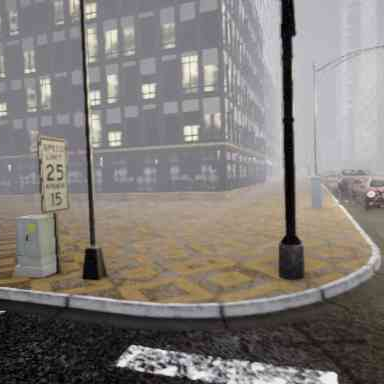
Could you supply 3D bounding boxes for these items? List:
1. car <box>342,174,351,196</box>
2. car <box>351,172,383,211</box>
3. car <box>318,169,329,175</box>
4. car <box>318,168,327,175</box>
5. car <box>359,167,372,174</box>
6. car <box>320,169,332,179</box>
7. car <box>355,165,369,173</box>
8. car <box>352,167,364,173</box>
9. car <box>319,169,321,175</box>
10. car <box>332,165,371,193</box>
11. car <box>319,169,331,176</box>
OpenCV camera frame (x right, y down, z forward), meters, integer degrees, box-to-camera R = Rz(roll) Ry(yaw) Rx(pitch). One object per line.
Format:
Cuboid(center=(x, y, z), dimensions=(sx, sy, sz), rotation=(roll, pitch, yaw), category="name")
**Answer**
Cuboid(center=(11.064, -0.294, 21.502), dimensions=(1.802, 1.307, 4.206), rotation=(0, 4, 19), category="car")
Cuboid(center=(9.241, -0.019, 16.238), dimensions=(1.967, 1.590, 4.097), rotation=(0, 4, 19), category="car")
Cuboid(center=(29.270, -4.473, 74.031), dimensions=(1.947, 1.339, 4.313), rotation=(0, 4, 19), category="car")
Cuboid(center=(31.090, -4.910, 79.283), dimensions=(1.887, 1.381, 4.507), rotation=(0, 4, 19), category="car")
Cuboid(center=(37.210, -4.626, 71.353), dimensions=(1.887, 1.381, 4.507), rotation=(0, 4, 19), category="car")
Cuboid(center=(21.987, -2.830, 53.017), dimensions=(1.887, 1.381, 4.507), rotation=(0, 4, 19), category="car")
Cuboid(center=(39.027, -5.271, 76.592), dimensions=(2.192, 1.841, 5.009), rotation=(0, 4, 19), category="car")
Cuboid(center=(40.854, -5.437, 81.865), dimensions=(1.947, 1.339, 4.313), rotation=(0, 4, 19), category="car")
Cuboid(center=(23.808, -3.240, 58.271), dimensions=(2.008, 1.369, 4.403), rotation=(0, 4, 19), category="car")
Cuboid(center=(12.880, -0.977, 26.736), dimensions=(2.192, 1.841, 5.009), rotation=(0, 4, 19), category="car")
Cuboid(center=(27.449, -4.072, 68.777), dimensions=(2.008, 1.369, 4.403), rotation=(0, 4, 19), category="car")
